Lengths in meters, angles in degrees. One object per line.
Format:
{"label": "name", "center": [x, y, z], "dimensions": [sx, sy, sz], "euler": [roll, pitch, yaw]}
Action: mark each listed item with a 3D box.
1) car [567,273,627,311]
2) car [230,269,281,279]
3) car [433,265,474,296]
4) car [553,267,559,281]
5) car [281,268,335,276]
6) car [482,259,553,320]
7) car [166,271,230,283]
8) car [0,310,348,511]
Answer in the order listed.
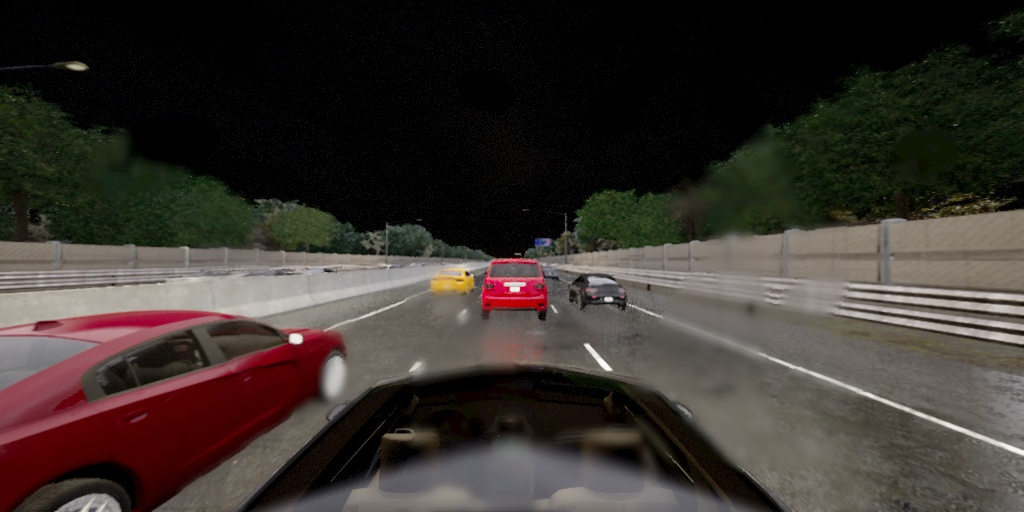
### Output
{"label": "car", "center": [3.595, 1.472, 15.615], "dimensions": [1.812, 1.442, 4.674], "euler": [0, -1, 0]}
{"label": "car", "center": [-17.594, 1.654, 25.963], "dimensions": [1.994, 1.385, 4.181], "euler": [0, -1, 0]}
{"label": "car", "center": [-3.399, 1.506, 21.496], "dimensions": [1.882, 1.535, 5.008], "euler": [0, -1, 0]}
{"label": "car", "center": [3.609, 1.790, 36.654], "dimensions": [2.033, 1.411, 5.357], "euler": [0, -1, 0]}
{"label": "car", "center": [-14.095, 1.615, 25.874], "dimensions": [1.812, 1.442, 4.674], "euler": [0, -1, 0]}
{"label": "car", "center": [0.093, 1.141, 13.651], "dimensions": [2.150, 2.045, 5.566], "euler": [0, -1, 0]}
{"label": "car", "center": [-21.095, 1.676, 24.884], "dimensions": [1.895, 1.301, 4.718], "euler": [0, -1, 0]}
{"label": "car", "center": [-3.401, 1.252, 3.431], "dimensions": [1.882, 1.535, 5.008], "euler": [0, -1, 0]}
